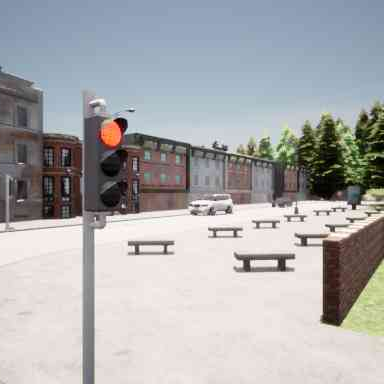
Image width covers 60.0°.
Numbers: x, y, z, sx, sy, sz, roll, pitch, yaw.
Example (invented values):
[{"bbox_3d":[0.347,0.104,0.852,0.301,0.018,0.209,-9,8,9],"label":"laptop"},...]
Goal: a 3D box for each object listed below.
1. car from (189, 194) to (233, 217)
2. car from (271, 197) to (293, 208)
[{"bbox_3d":[1.956,1.221,32.282,2.150,2.045,5.566,0,0,35],"label":"car"},{"bbox_3d":[12.939,1.514,47.474,1.837,1.490,4.892,0,0,36],"label":"car"}]
